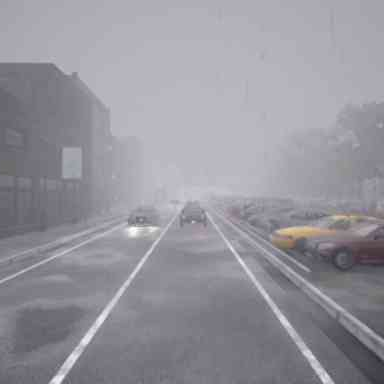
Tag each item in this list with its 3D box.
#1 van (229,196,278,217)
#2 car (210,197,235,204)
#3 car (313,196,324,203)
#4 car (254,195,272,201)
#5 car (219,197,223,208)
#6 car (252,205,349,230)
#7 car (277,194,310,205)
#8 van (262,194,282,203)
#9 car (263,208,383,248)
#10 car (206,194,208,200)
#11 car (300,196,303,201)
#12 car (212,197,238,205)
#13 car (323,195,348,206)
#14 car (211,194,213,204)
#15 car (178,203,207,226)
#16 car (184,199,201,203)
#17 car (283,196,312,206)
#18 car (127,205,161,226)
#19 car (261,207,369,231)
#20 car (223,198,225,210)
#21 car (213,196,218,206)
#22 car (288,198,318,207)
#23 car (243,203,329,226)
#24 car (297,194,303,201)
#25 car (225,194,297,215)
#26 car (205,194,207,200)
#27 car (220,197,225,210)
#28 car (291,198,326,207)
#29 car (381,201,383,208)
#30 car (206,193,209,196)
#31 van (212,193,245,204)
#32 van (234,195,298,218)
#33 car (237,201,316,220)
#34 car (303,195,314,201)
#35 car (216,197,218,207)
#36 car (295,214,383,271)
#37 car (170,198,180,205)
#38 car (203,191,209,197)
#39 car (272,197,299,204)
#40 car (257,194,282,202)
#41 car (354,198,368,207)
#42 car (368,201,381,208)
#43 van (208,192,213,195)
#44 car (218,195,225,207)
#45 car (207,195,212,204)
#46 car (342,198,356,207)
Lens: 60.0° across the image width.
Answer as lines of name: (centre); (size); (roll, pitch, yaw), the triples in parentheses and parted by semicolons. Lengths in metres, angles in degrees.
van: (5.993, 1.439, 32.815); (4.442, 1.987, 1.878); (0, 0, 0)
car: (6.232, 1.752, 68.998); (5.008, 1.535, 2.097); (0, 0, 0)
car: (19.232, 1.701, 43.921); (4.892, 1.521, 2.231); (0, 0, 0)
car: (19.410, 1.644, 91.389); (4.553, 1.767, 2.185); (0, 0, 0)
car: (6.143, 1.693, 41.164); (4.892, 1.521, 2.231); (0, 0, 0)
car: (6.068, 1.657, 18.898); (4.674, 1.452, 2.002); (0, 0, 0)
car: (19.261, 1.492, 63.416); (5.566, 2.045, 2.435); (0, 0, 0)
van: (19.226, 1.538, 80.126); (4.442, 1.987, 1.878); (0, 0, 0)
car: (5.862, 1.595, 13.333); (5.366, 1.575, 1.946); (0, 0, 0)
car: (6.251, 1.760, 74.565); (4.892, 1.521, 2.231); (0, 0, 0)
car: (19.249, 1.714, 49.492); (5.008, 1.535, 2.097); (0, 0, 0)
car: (6.211, 1.784, 63.431); (4.674, 1.452, 2.002); (0, 0, 0)
car: (19.248, 1.565, 41.136); (4.553, 1.767, 2.185); (0, 0, 0)
car: (6.160, 1.608, 57.865); (4.553, 1.767, 2.185); (0, 0, 0)
car: (0.094, 1.707, 24.345); (1.895, 1.301, 4.718); (0, 0, 0)
car: (0.090, 1.663, 41.671); (2.128, 1.511, 4.902); (0, 0, 0)
car: (19.249, 1.613, 60.631); (4.553, 1.767, 2.185); (0, 0, 0)
car: (-3.355, 1.669, 24.010); (1.994, 1.385, 4.181); (0, 0, 0)
car: (6.086, 1.637, 16.115); (4.792, 1.488, 2.163); (0, 0, 0)
car: (6.113, 1.675, 35.598); (4.892, 1.521, 2.231); (0, 0, 0)
car: (6.144, 1.751, 52.297); (4.792, 1.488, 2.163); (0, 0, 0)
car: (19.274, 1.773, 57.846); (4.674, 1.452, 2.002); (0, 0, 0)
car: (6.045, 1.656, 21.681); (4.792, 1.488, 2.163); (0, 0, 0)
car: (19.221, 1.595, 52.277); (4.553, 1.767, 2.185); (0, 0, 0)
car: (6.073, 1.404, 30.032); (5.566, 2.045, 2.435); (0, 0, 0)
car: (6.448, 1.761, 80.131); (5.366, 1.575, 1.946); (0, 0, 0)
car: (6.314, 1.680, 38.380); (5.366, 1.575, 1.946); (0, 0, 0)
car: (19.256, 1.727, 55.061); (5.008, 1.535, 2.097); (0, 0, 0)
car: (19.201, 1.394, 27.337); (5.566, 2.045, 2.435); (0, 0, 0)
car: (6.223, 1.636, 77.473); (4.553, 1.767, 2.185); (0, 0, 0)
van: (6.065, 1.502, 55.145); (4.442, 1.987, 1.878); (0, 0, 0)
van: (5.976, 1.420, 27.373); (4.442, 1.987, 1.878); (0, 0, 0)
car: (6.077, 1.637, 24.465); (4.892, 1.521, 2.231); (0, 0, 0)
car: (19.207, 1.455, 46.706); (5.566, 2.045, 2.435); (0, 0, 0)
car: (6.158, 1.747, 46.731); (4.674, 1.452, 2.002); (0, 0, 0)
car: (6.054, 1.629, 10.690); (4.674, 1.452, 2.002); (1, 0, 1)
car: (-3.293, 1.827, 65.138); (1.895, 1.301, 4.718); (0, 0, 0)
car: (6.309, 1.518, 85.698); (5.566, 2.045, 2.435); (0, 0, 0)
car: (19.313, 1.752, 68.986); (4.892, 1.521, 2.231); (0, 0, 0)
car: (19.323, 1.515, 82.911); (5.566, 2.045, 2.435); (0, 0, 0)
car: (19.195, 1.664, 32.780); (5.008, 1.535, 2.097); (0, 0, 0)
car: (19.367, 1.652, 30.120); (5.366, 1.575, 1.946); (0, 0, 0)
van: (6.353, 1.530, 71.781); (4.442, 1.987, 1.878); (0, 0, 0)
car: (6.115, 1.575, 43.949); (4.553, 1.767, 2.185); (0, 0, 0)
car: (6.015, 1.736, 60.648); (5.366, 1.575, 1.946); (0, 0, 0)
car: (19.169, 1.703, 35.567); (4.792, 1.488, 2.163); (0, 0, 0)
